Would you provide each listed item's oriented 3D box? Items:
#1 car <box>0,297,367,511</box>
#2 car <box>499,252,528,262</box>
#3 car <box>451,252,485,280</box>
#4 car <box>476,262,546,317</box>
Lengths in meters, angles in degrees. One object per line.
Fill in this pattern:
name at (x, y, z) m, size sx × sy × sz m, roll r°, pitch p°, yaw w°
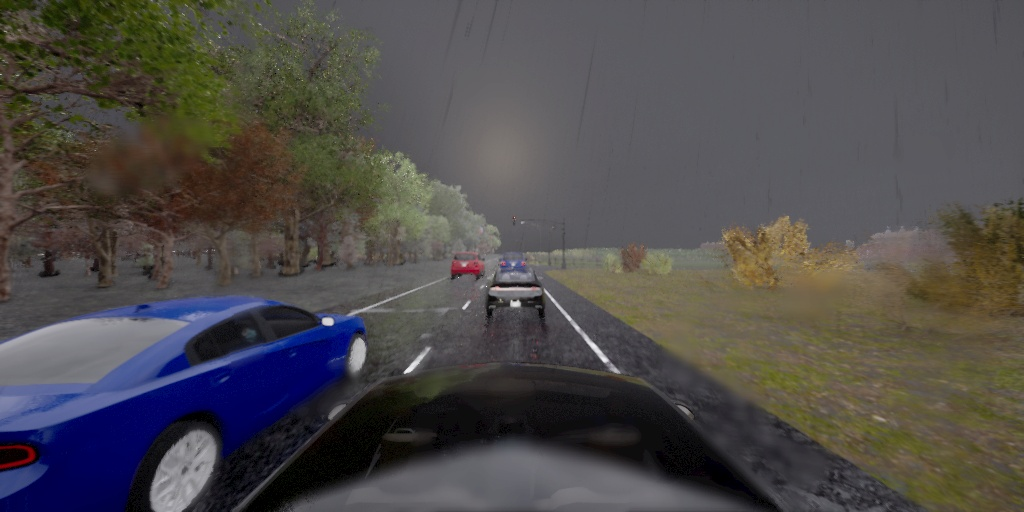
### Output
car at (-3.400, 1.205, 4.146) m, size 1.882 × 1.535 × 5.008 m, roll 0°, pitch 0°, yaw 0°
car at (0.103, 0.716, 29.458) m, size 2.150 × 2.045 × 5.566 m, roll 0°, pitch 1°, yaw 0°
car at (-3.397, 0.727, 28.119) m, size 2.150 × 2.045 × 5.566 m, roll 0°, pitch 0°, yaw 0°
car at (0.101, 1.142, 12.615) m, size 2.128 × 1.511 × 4.902 m, roll 0°, pitch 1°, yaw 0°
